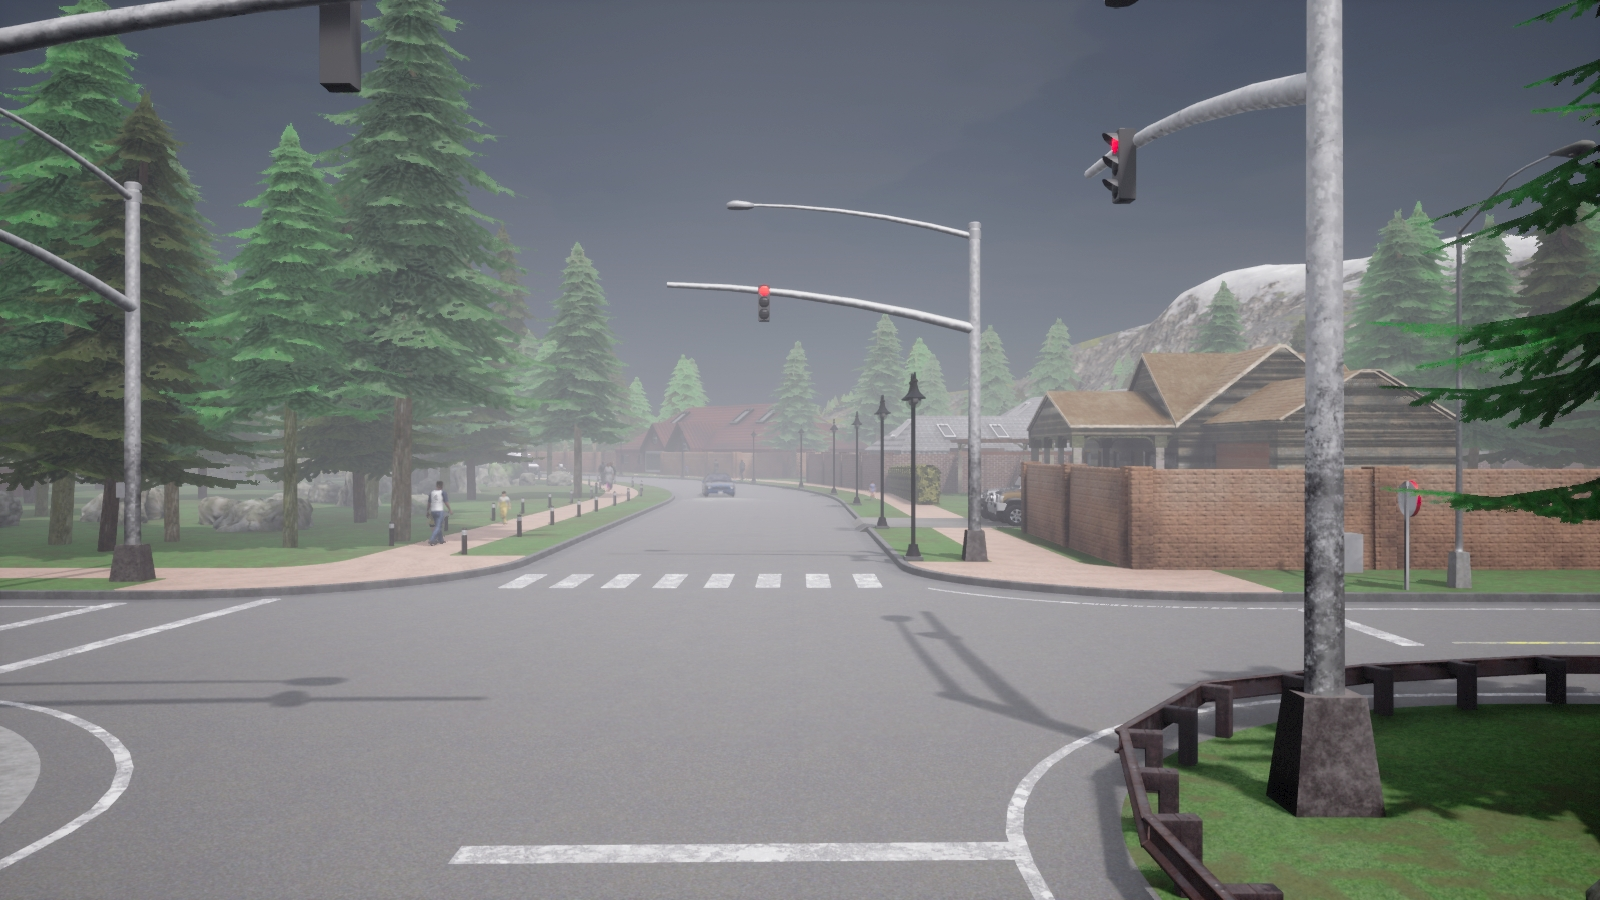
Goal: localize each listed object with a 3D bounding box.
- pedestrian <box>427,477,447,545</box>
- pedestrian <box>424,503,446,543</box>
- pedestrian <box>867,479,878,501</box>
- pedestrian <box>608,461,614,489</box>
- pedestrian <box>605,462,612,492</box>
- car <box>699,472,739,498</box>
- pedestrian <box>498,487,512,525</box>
[{"bbox_3d":[-9.944,1.664,31.332,0.375,1.860,0.375,0,0,18],"label":"pedestrian"},{"bbox_3d":[-10.284,2.042,32.200,0.500,1.100,0.500,0,0,-3],"label":"pedestrian"},{"bbox_3d":[3.719,2.046,58.562,0.500,1.100,0.500,0,0,-2],"label":"pedestrian"},{"bbox_3d":[-12.444,1.661,75.268,0.375,1.860,0.375,0,0,-3],"label":"pedestrian"},{"bbox_3d":[-11.905,1.664,70.999,0.375,1.860,0.375,0,0,-7],"label":"pedestrian"},{"bbox_3d":[-4.887,2.072,68.306,2.033,1.411,5.357,0,0,-7],"label":"car"},{"bbox_3d":[-10.298,1.943,39.877,0.375,1.300,0.375,0,0,0],"label":"pedestrian"}]
